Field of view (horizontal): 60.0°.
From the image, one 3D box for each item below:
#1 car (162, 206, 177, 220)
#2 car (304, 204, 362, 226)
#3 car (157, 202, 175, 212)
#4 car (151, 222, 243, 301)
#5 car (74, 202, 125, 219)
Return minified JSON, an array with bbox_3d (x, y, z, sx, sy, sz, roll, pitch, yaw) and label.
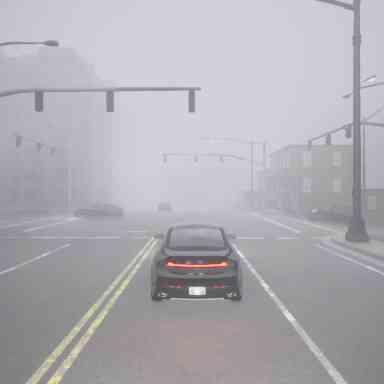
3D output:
[{"bbox_3d":[-3.642,3.522,54.959,2.128,1.511,4.902,0,-12,0],"label":"car"},{"bbox_3d":[11.981,1.844,28.245,4.553,1.767,2.097,8,0,1],"label":"car"},{"bbox_3d":[-3.642,2.066,45.551,1.837,1.490,4.892,0,-5,0],"label":"car"},{"bbox_3d":[0.092,1.505,8.316,1.837,1.490,4.892,0,0,0],"label":"car"},{"bbox_3d":[-7.864,1.544,28.484,4.181,1.385,1.994,0,0,1],"label":"car"}]
